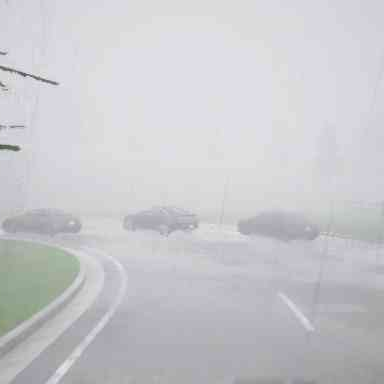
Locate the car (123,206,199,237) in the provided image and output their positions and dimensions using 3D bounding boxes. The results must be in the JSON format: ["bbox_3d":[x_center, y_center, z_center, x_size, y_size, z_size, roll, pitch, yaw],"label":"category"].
[{"bbox_3d":[-1.814,1.494,18.246,4.902,1.511,2.128,0,0,43],"label":"car"}]

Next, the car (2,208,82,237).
[{"bbox_3d":[-7.943,1.535,17.638,4.181,1.385,1.994,0,0,23],"label":"car"}]

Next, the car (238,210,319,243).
[{"bbox_3d":[4.130,1.595,16.493,1.994,1.385,4.181,0,0,-30],"label":"car"}]
